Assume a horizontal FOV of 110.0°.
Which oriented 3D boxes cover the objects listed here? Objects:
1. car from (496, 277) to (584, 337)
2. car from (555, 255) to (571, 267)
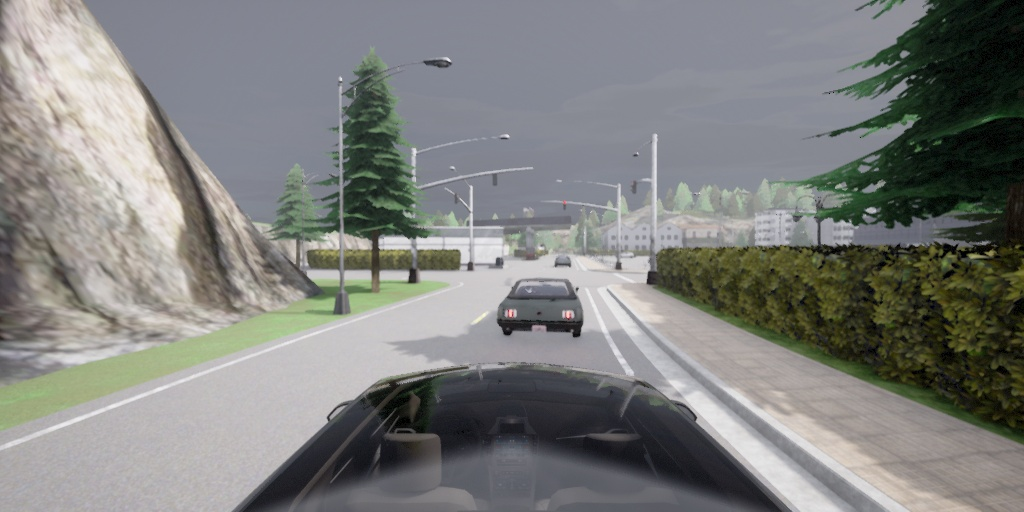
[{"bbox_3d":[0.881,1.216,9.775,1.895,1.301,4.718,0,1,8],"label":"car"},{"bbox_3d":[6.254,0.606,43.948,1.994,1.385,4.181,0,1,9],"label":"car"}]
